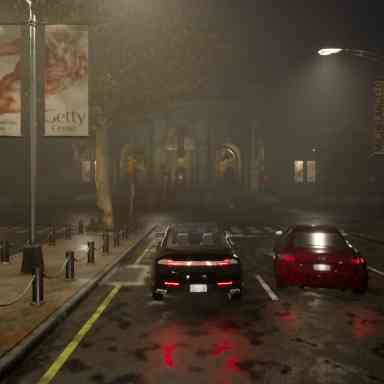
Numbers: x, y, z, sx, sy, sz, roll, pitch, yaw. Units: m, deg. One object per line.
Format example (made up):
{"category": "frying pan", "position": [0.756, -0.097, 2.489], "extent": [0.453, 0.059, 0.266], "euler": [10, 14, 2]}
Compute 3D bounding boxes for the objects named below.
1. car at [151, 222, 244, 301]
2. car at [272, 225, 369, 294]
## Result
{"category": "car", "position": [0.078, 1.492, 8.322], "extent": [2.128, 1.511, 4.902], "euler": [0, 0, -1]}
{"category": "car", "position": [3.250, 1.564, 8.974], "extent": [1.994, 1.385, 4.181], "euler": [0, 0, 14]}
